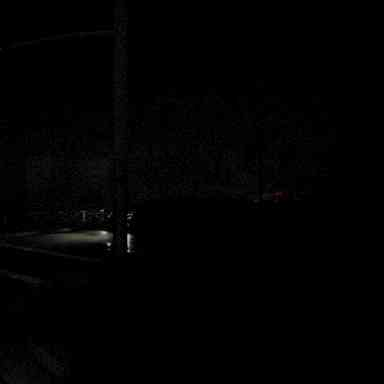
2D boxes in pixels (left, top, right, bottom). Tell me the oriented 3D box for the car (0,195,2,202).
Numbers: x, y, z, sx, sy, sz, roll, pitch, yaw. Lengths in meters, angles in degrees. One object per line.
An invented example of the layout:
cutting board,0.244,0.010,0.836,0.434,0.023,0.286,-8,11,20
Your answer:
car,-41.427,1.298,67.598,2.007,1.523,4.514,0,0,35

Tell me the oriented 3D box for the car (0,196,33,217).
car,-15.847,1.340,26.945,2.007,1.523,4.514,0,0,35

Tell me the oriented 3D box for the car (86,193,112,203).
car,-15.890,1.097,59.048,1.932,1.855,4.605,0,0,35

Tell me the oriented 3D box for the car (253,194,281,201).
car,8.393,1.221,37.074,2.150,2.045,5.566,0,0,35

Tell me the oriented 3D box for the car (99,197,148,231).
car,-3.087,1.352,20.594,2.097,1.767,4.553,0,0,35

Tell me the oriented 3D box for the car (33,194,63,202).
car,-28.940,1.154,67.787,2.152,1.636,5.027,0,0,35

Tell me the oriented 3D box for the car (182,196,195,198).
car,-0.805,1.374,48.194,1.845,1.501,3.633,0,0,35

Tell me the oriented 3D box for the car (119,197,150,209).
car,-7.527,1.384,43.861,1.970,1.475,3.806,0,0,35

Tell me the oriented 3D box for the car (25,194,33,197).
car,-34.363,1.232,71.233,1.970,1.475,3.806,0,0,35

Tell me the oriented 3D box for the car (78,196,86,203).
car,-18.500,1.077,60.391,1.905,1.878,3.866,0,0,35
